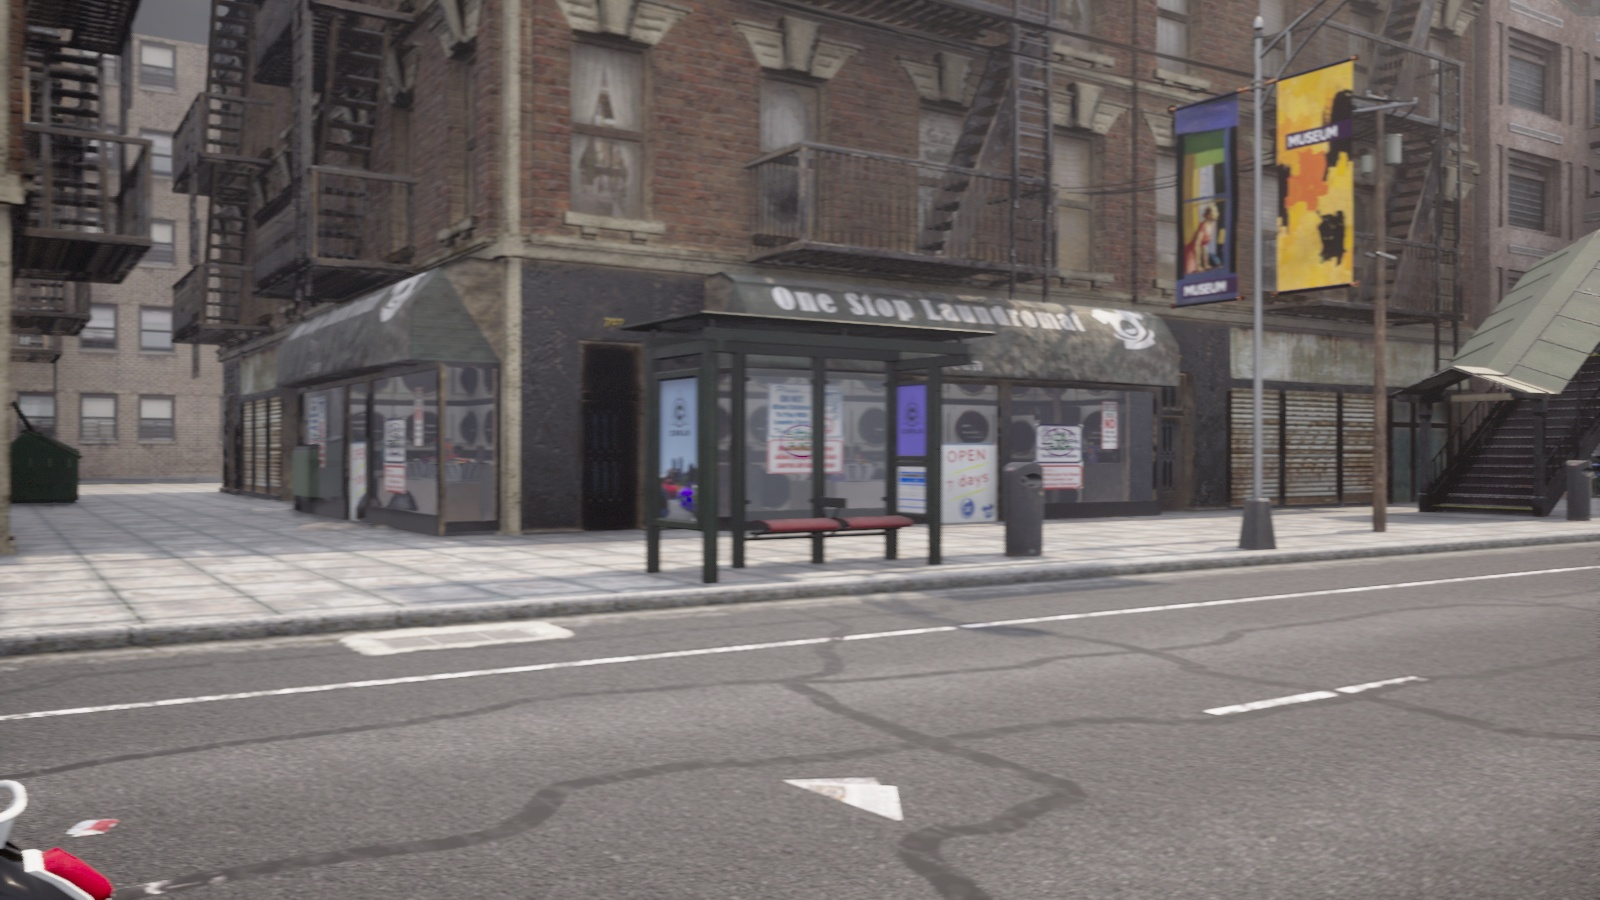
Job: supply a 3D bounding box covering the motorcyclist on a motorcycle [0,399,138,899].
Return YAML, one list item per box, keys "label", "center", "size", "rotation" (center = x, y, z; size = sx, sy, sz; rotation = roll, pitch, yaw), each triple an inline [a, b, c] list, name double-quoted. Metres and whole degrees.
- label: "motorcyclist on a motorcycle"
  center: [-2.207, 0.706, 2.153]
  size: [1.817, 1.590, 0.866]
  rotation: [0, 0, -34]
